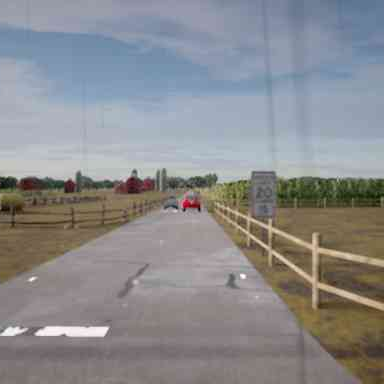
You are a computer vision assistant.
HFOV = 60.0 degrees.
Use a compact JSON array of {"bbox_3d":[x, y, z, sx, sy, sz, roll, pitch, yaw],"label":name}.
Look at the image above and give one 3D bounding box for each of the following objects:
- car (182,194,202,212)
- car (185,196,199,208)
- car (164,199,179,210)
[{"bbox_3d":[-0.027,1.288,40.244,2.150,2.045,5.566,0,0,0],"label":"car"},{"bbox_3d":[-0.034,1.439,50.605,2.097,1.767,4.553,0,0,0],"label":"car"},{"bbox_3d":[-2.781,1.620,45.625,2.033,1.411,5.357,0,0,0],"label":"car"}]
